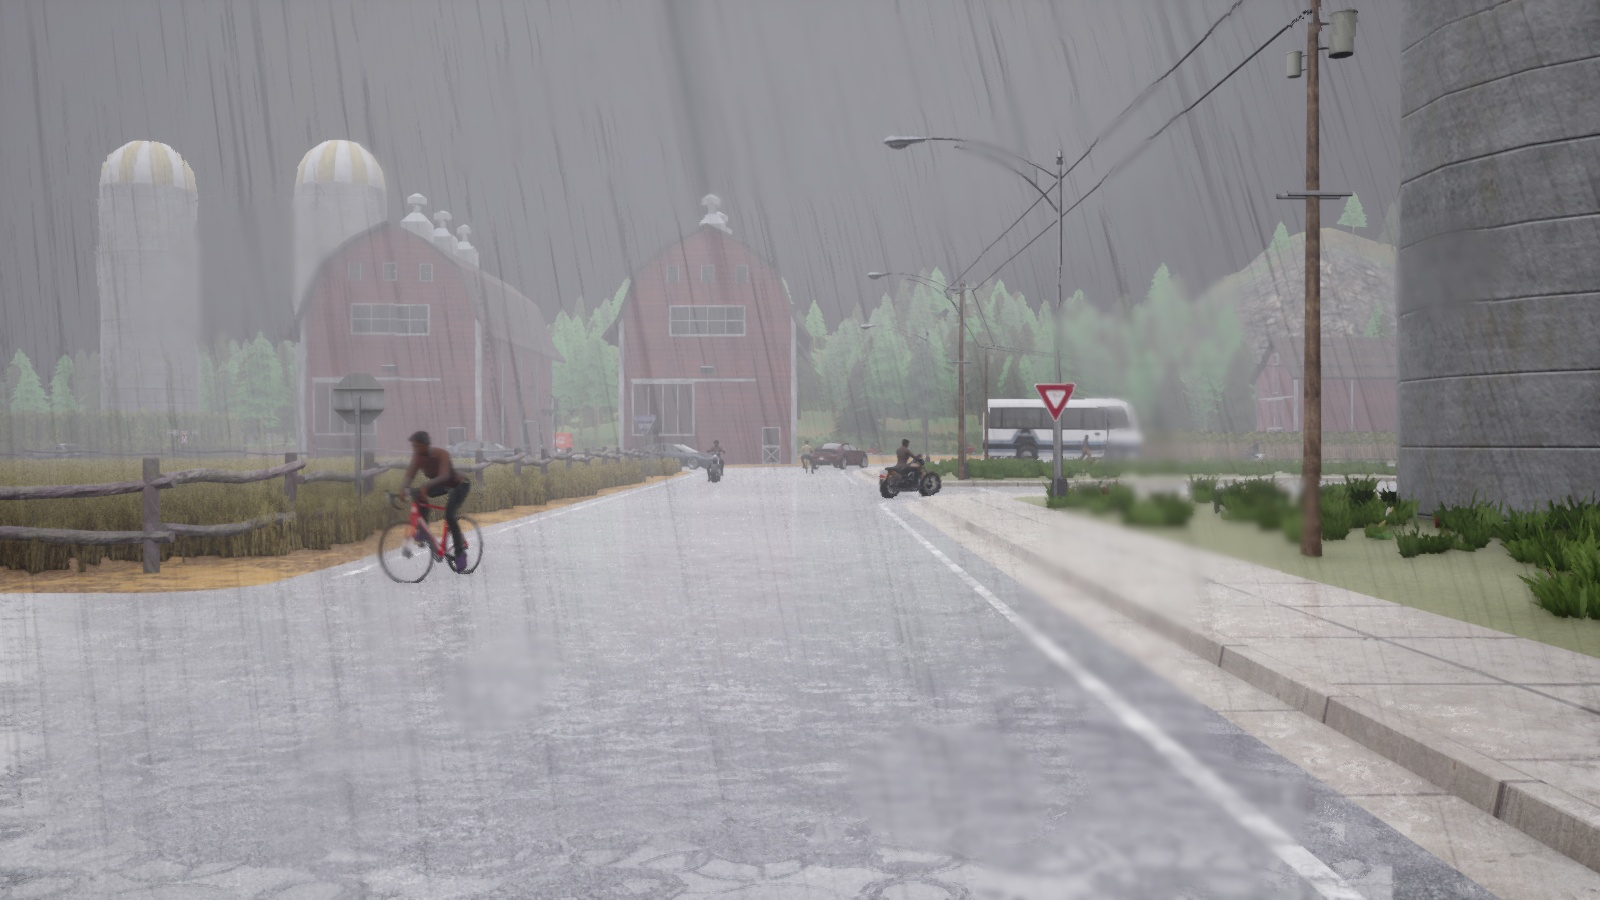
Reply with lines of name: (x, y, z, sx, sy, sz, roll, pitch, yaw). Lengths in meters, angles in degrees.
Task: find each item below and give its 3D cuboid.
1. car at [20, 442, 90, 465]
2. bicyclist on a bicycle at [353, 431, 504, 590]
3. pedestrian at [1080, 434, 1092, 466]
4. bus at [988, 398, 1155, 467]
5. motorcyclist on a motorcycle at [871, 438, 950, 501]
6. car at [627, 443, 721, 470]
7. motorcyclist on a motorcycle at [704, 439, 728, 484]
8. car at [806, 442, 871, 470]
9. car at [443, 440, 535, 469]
car: (-48.539, 0.211, 81.818, 3.806, 1.475, 1.970, 0, 0, 21)
bicyclist on a bicycle: (-4.004, 0.619, 13.675, 0.582, 1.620, 1.656, -3, -1, 23)
pedestrian: (16.705, -0.017, 73.320, 0.694, 1.848, 0.540, 0, 0, 13)
bus: (17.531, -1.117, 81.303, 10.273, 4.253, 3.944, 1, 0, 14)
motorcyclist on a motorcycle: (3.023, 0.507, 34.144, 2.350, 1.649, 0.766, 0, 2, -45)
car: (-7.105, 0.339, 70.914, 4.792, 1.488, 2.163, 0, 0, 21)
motorcyclist on a motorcycle: (-3.215, 0.423, 48.118, 0.766, 1.649, 2.350, 0, 0, 0)
car: (2.227, 0.300, 71.231, 1.882, 1.535, 5.008, 0, 1, 25)
car: (-17.852, 0.254, 72.217, 4.856, 1.649, 2.033, 0, 0, -3)
